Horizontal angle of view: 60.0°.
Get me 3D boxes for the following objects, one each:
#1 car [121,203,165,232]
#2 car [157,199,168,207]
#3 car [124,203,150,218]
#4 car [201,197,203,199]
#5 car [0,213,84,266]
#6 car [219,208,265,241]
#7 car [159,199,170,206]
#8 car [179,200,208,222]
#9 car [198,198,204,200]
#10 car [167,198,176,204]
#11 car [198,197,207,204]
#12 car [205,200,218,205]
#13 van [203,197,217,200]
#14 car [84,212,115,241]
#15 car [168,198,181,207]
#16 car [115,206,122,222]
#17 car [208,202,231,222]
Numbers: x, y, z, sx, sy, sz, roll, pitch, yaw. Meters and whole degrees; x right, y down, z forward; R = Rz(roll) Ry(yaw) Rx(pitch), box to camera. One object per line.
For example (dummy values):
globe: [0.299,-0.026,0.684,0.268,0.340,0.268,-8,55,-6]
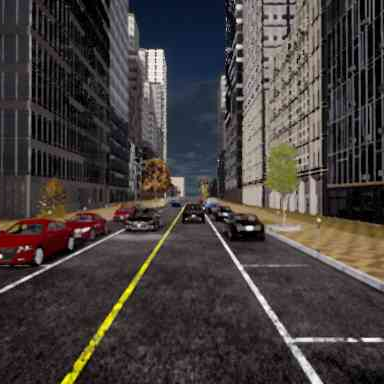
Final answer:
car: [-3.083,1.732,21.760,1.837,1.490,4.892,0,-1,0]
car: [-5.638,2.153,63.100,1.752,1.417,4.829,0,-1,0]
car: [-5.661,1.924,34.808,1.947,1.339,4.313,0,-1,0]
car: [2.734,1.963,51.870,1.967,1.590,4.097,0,-1,0]
car: [-5.679,1.673,12.038,1.887,1.381,4.507,0,-1,0]
car: [2.706,1.752,17.717,1.947,1.339,4.313,0,-1,0]
car: [-5.633,2.232,68.963,2.008,1.369,4.403,0,-1,0]
car: [0.123,1.779,29.108,1.882,1.535,5.008,0,0,0]
car: [0.099,1.954,44.266,2.163,1.488,4.792,0,-1,0]
car: [-5.614,2.435,91.731,2.008,1.369,4.403,0,-1,0]
car: [2.763,2.149,86.023,2.192,1.841,5.009,0,-1,0]
car: [2.725,1.979,40.484,1.947,1.339,4.313,0,-1,0]
van: [2.730,1.810,46.180,1.690,1.788,3.998,0,-1,0]
car: [-5.675,1.768,17.731,1.802,1.307,4.206,0,-1,0]
car: [-2.973,2.229,63.193,1.895,1.301,4.718,0,-1,1]
car: [-5.665,1.846,29.116,1.887,1.381,4.507,0,-1,0]
car: [2.715,1.867,29.100,1.947,1.339,4.313,0,-1,0]
